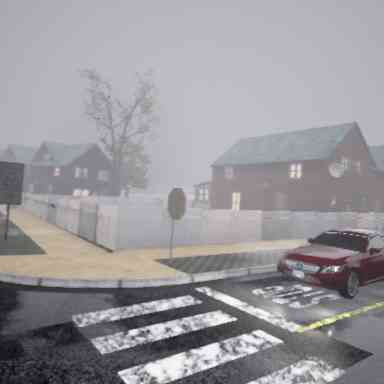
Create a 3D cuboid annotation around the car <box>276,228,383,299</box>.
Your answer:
[{"bbox_3d":[4.351,1.758,9.184,4.674,1.442,1.812,3,0,-37],"label":"car"}]
